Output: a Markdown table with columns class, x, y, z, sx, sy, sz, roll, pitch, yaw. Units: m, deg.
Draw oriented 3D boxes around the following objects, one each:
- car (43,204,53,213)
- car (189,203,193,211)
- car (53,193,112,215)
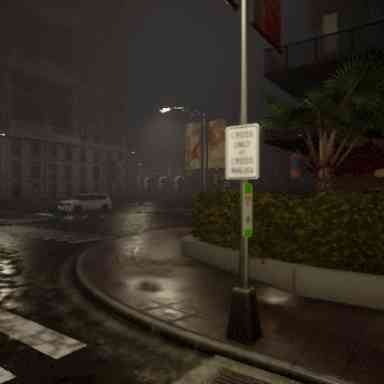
| class | x | y | z | sx | sy | sz | roll | pitch | yaw |
| --- | --- | --- | --- | --- | --- | --- | --- | --- | --- |
| car | -13.246 | 1.494 | 36.042 | 2.033 | 1.411 | 5.357 | 0 | 0 | 35 |
| car | 1.593 | 1.471 | 36.859 | 1.837 | 1.490 | 4.892 | 0 | 0 | 35 |
| car | -10.679 | 1.174 | 33.604 | 2.150 | 2.045 | 5.566 | 0 | 0 | 35 |
